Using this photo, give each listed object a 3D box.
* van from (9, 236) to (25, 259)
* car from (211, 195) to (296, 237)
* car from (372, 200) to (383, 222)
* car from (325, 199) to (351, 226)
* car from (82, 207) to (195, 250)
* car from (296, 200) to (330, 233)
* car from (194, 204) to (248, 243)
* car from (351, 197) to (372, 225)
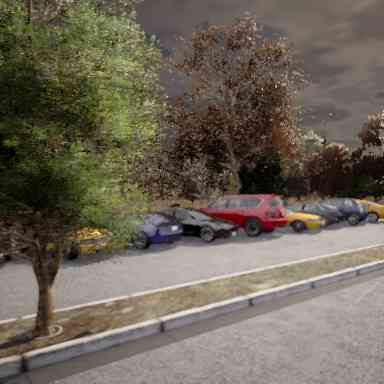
[{"bbox_3d":[-7.321,1.276,10.721,4.442,1.987,1.878,-1,-1,34],"label":"van"},{"bbox_3d":[2.242,1.179,17.714,5.566,2.045,2.435,-1,0,34],"label":"car"},{"bbox_3d":[11.881,1.357,24.674,5.008,1.535,2.097,-1,0,34],"label":"car"},{"bbox_3d":[7.092,1.394,21.169,4.892,1.521,2.231,-1,0,34],"label":"car"},{"bbox_3d":[-2.598,1.497,14.253,4.792,1.488,2.163,-1,0,34],"label":"car"},{"bbox_3d":[4.839,1.406,19.334,5.366,1.575,1.946,-1,-1,34],"label":"car"},{"bbox_3d":[-0.123,1.478,15.955,4.792,1.488,2.163,-1,-1,34],"label":"car"},{"bbox_3d":[9.510,1.249,22.906,4.553,1.767,2.185,-1,0,34],"label":"car"}]
